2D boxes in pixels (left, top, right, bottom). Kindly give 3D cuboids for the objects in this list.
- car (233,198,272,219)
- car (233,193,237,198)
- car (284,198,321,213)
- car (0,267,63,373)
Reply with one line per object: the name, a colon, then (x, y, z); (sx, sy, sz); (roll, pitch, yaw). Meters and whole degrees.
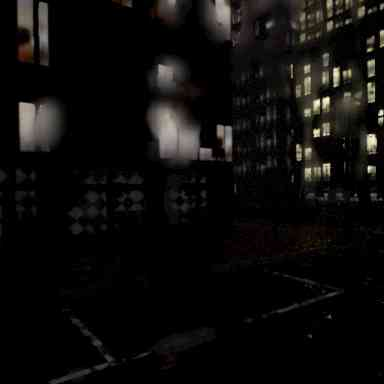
car: (4.670, 1.451, 27.818); (2.008, 1.369, 4.403); (-1, 1, -35)
car: (3.878, 0.959, 43.623); (2.192, 1.841, 5.009); (-1, 1, -35)
car: (10.651, 1.273, 33.782); (1.752, 1.417, 4.829); (-1, 1, -35)
car: (-3.937, 1.546, 3.925); (4.507, 1.381, 1.887); (0, -1, -35)
